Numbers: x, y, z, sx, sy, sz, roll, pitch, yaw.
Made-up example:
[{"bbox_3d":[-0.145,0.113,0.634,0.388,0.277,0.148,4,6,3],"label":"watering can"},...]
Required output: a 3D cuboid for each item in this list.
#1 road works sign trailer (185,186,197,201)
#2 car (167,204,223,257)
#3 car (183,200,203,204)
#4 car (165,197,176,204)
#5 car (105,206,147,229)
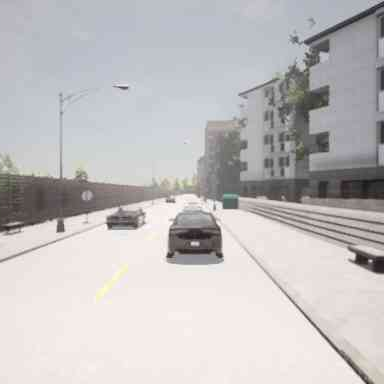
[{"bbox_3d":[0.000,0.371,74.883,2.380,3.560,2.880,0,0,0],"label":"road works sign trailer"},{"bbox_3d":[0.098,1.462,12.842,1.882,1.535,5.008,0,0,0],"label":"car"},{"bbox_3d":[0.086,1.486,31.629,1.812,1.442,4.674,0,0,0],"label":"car"},{"bbox_3d":[-4.018,1.522,63.122,1.895,1.301,4.718,0,0,1],"label":"car"},{"bbox_3d":[-4.101,1.574,21.301,1.895,1.301,4.718,0,0,0],"label":"car"}]
